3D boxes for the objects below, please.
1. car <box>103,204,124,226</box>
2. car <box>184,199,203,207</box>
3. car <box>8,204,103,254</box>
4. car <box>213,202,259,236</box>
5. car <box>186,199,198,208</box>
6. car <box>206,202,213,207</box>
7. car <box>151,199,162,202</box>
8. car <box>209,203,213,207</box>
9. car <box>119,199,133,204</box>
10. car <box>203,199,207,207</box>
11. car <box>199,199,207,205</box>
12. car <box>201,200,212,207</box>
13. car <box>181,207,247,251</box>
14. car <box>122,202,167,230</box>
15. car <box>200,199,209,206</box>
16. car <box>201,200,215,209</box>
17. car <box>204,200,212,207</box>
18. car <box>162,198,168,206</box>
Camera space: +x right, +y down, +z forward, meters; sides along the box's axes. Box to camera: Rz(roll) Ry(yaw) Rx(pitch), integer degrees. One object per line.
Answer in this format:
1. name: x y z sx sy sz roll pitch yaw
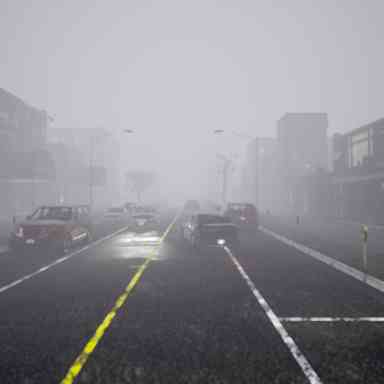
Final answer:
1. car: -5.744 1.825 25.320 1.802 1.307 4.206 1 -1 0
2. car: -0.003 1.768 43.205 2.097 1.767 4.553 0 -1 -2
3. car: -5.714 1.452 14.257 2.192 1.841 5.009 1 -1 0
4. car: 2.653 1.504 19.810 2.192 1.841 5.009 0 -1 0
5. car: -0.049 2.073 59.825 2.128 1.511 4.902 0 0 0
6. car: 2.622 1.862 30.873 1.947 1.339 4.313 0 -1 0
7. car: -5.872 1.998 48.927 1.752 1.417 4.829 1 -1 0
8. car: 2.637 1.809 25.340 1.947 1.339 4.313 0 -1 0
9. car: -5.756 1.737 30.854 1.967 1.590 4.097 1 -1 0
10. car: 2.642 1.982 47.336 1.752 1.417 4.829 0 -1 0
11. car: 2.627 2.340 81.103 1.887 1.381 4.507 0 -1 0
12. car: 2.672 2.179 63.101 1.947 1.339 4.313 0 -1 0
13. car: 0.701 1.648 14.994 1.837 1.490 4.892 0 0 -10
14. car: -3.156 1.713 23.118 2.128 1.511 4.902 0 -1 0
15. car: 2.649 2.286 72.101 1.802 1.307 4.206 0 -1 0
16. car: 2.662 2.089 55.556 2.008 1.369 4.403 0 -1 0
17. car: 2.617 1.892 36.099 1.887 1.381 4.507 0 -1 0
18. car: -5.954 2.135 60.161 2.008 1.369 4.403 0 -1 0
